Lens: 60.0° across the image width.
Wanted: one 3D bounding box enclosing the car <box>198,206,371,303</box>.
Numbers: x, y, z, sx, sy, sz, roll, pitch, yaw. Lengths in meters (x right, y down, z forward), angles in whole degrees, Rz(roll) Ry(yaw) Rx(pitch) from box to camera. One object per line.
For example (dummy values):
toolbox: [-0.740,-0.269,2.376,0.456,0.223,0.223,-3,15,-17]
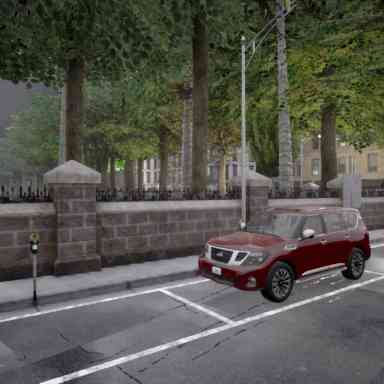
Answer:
car: [2.547,1.314,8.405,5.009,1.841,2.192,0,0,-36]
